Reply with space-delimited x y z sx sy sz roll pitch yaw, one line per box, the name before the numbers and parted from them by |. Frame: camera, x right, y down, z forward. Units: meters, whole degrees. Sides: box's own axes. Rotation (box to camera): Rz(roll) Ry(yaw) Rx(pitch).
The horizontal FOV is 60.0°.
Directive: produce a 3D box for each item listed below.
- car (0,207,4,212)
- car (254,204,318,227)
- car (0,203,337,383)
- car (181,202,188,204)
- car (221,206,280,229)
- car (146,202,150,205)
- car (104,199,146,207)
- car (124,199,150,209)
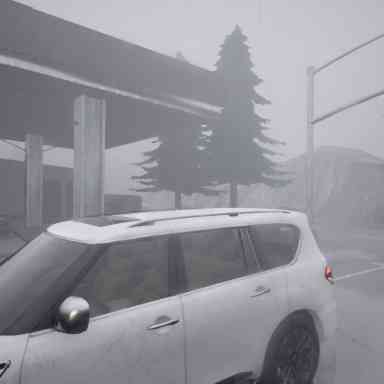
car | -11.583 1.521 18.528 2.242 1.667 4.611 1 0 -36
car | 7.424 1.799 26.856 1.837 1.490 4.892 1 0 -35
car | -0.746 1.256 3.520 5.566 2.045 2.150 -1 0 -36
car | -0.648 1.720 31.911 1.812 1.442 4.674 1 0 -35
car | 4.267 1.816 24.911 1.994 1.385 4.181 1 0 -35
car | -6.511 1.652 40.240 1.812 1.442 4.674 1 0 -35
car | -4.453 1.446 18.318 1.905 1.878 3.866 1 0 -36
car | -8.120 1.713 48.919 1.895 1.301 4.718 1 0 -35
